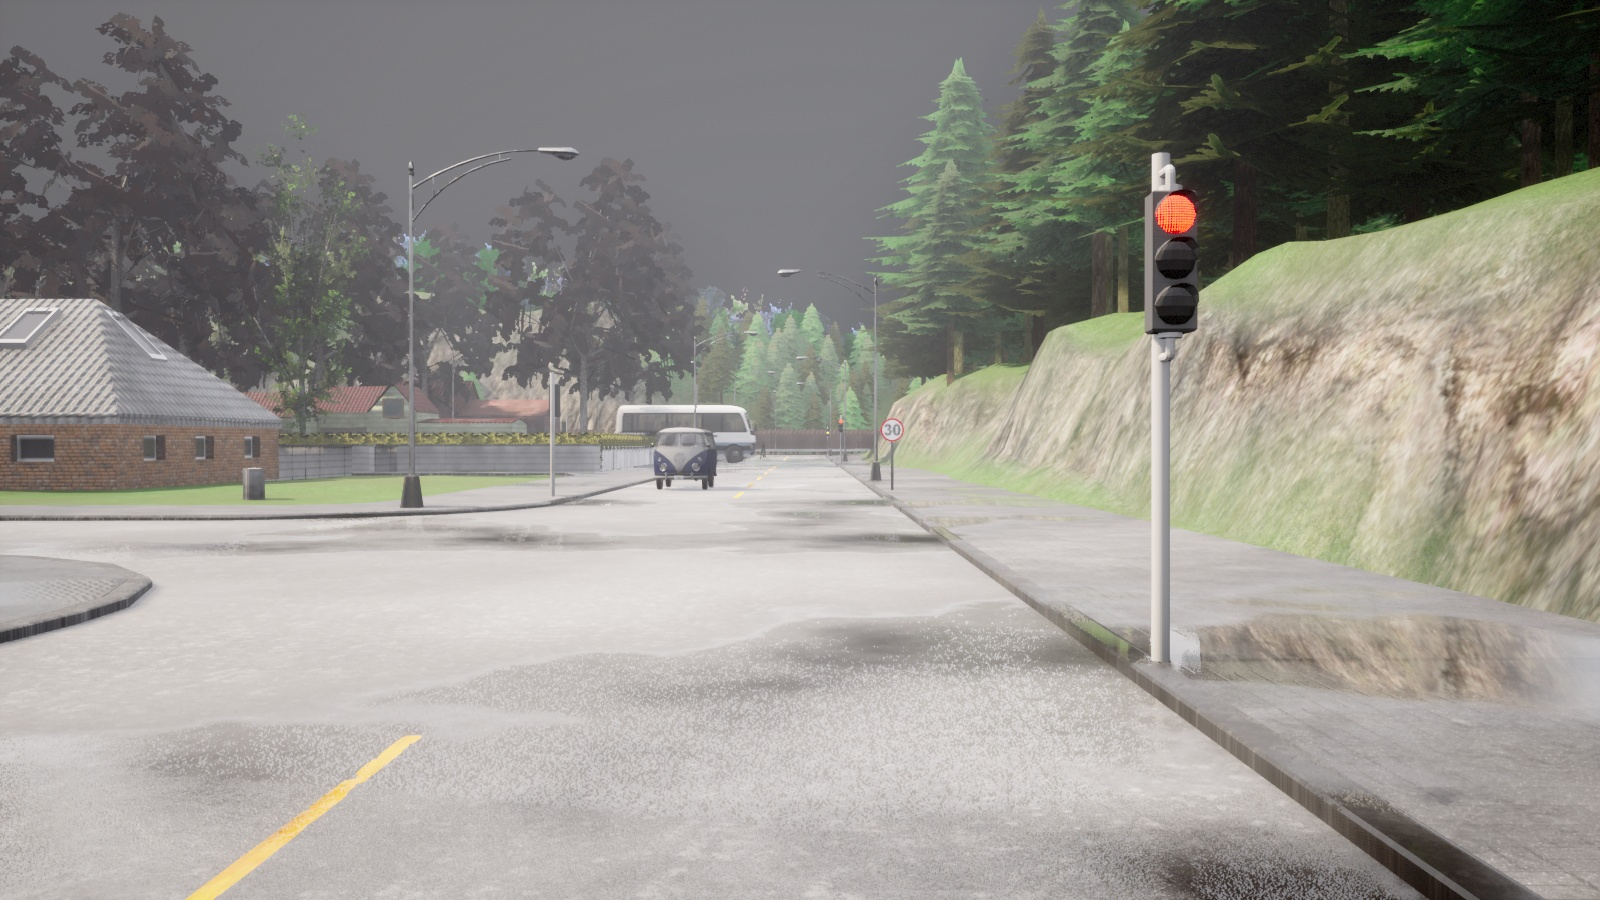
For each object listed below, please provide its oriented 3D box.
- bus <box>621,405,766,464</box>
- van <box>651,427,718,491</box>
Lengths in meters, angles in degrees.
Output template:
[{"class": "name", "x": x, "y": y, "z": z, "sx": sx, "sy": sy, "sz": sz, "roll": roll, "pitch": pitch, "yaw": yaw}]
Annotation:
[{"class": "bus", "x": -7.666, "y": -1.153, "z": 91.642, "sx": 10.273, "sy": 4.253, "sz": 3.944, "roll": 0, "pitch": 2, "yaw": 0}, {"class": "van", "x": -3.750, "y": 0.263, "z": 41.344, "sx": 1.775, "sy": 1.987, "sz": 4.442, "roll": 0, "pitch": 0, "yaw": 0}]
